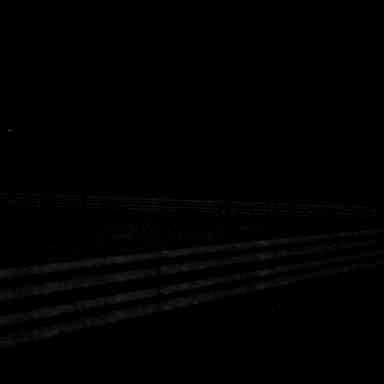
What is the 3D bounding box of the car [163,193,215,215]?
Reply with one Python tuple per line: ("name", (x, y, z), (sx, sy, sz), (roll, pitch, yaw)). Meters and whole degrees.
("car", (-0.236, 0.919, 28.934), (4.553, 1.767, 2.097), (2, -1, -2))
